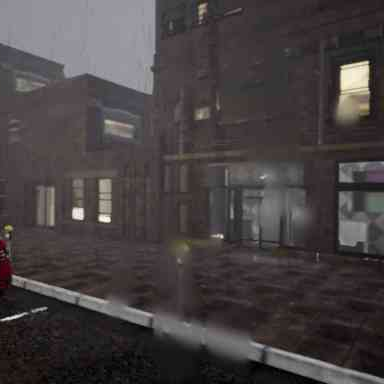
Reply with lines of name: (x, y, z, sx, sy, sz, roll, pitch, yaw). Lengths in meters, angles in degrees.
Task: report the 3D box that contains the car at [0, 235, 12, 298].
car: (-5.759, 1.351, 6.962, 5.009, 1.841, 2.192, 0, 1, 36)
